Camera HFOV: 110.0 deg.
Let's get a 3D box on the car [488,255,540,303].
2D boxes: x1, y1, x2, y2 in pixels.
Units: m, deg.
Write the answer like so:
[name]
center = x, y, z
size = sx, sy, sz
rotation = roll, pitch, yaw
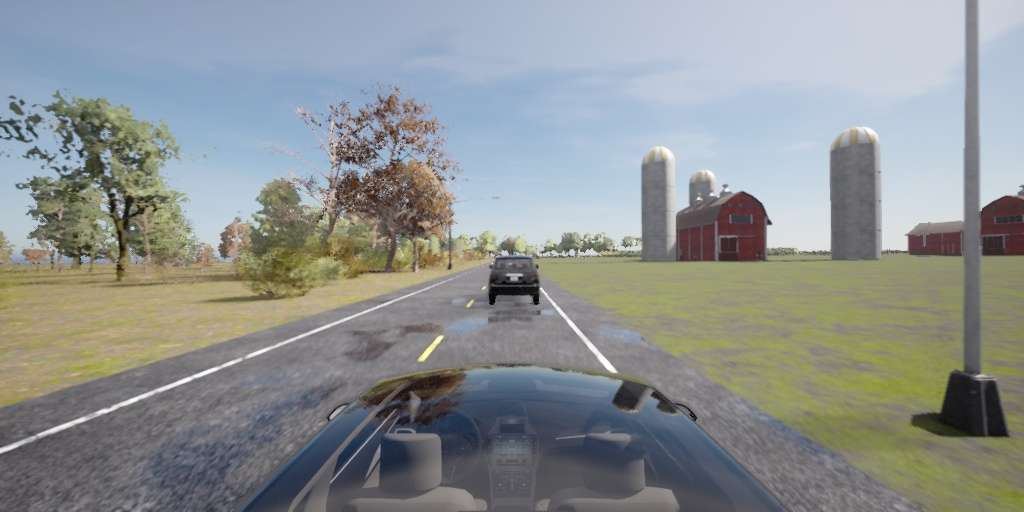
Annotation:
[car]
center = 0.089, 0.977, 16.655
size = 2.150, 2.045, 5.566
rotation = 0, 0, 0
